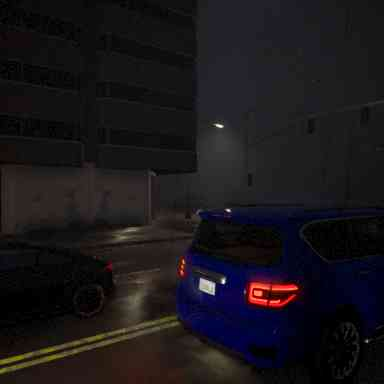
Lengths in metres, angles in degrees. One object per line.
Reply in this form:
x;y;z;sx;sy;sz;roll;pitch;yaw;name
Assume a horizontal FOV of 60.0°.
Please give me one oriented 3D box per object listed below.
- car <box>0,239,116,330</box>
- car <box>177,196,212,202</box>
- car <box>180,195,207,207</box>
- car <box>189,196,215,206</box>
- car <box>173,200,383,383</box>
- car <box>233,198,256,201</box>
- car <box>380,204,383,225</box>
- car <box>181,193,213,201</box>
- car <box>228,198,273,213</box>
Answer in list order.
-3.486;1.564;5.804;4.181;1.385;1.994;0;0;-36;car
-0.346;1.547;41.665;2.033;1.411;5.357;0;0;-36;car
0.216;1.352;53.067;2.097;1.767;4.553;0;0;-36;car
1.626;1.477;57.079;1.882;1.535;5.008;0;0;-36;car
2.380;1.221;5.507;5.566;2.045;2.150;0;0;-35;car
5.405;1.491;33.789;2.128;1.511;4.902;0;0;-36;car
15.472;1.564;23.683;4.181;1.385;1.994;0;0;-36;car
0.295;1.221;46.735;2.150;2.045;5.566;0;0;-35;car
6.610;1.491;38.073;2.128;1.511;4.902;0;0;-36;car
